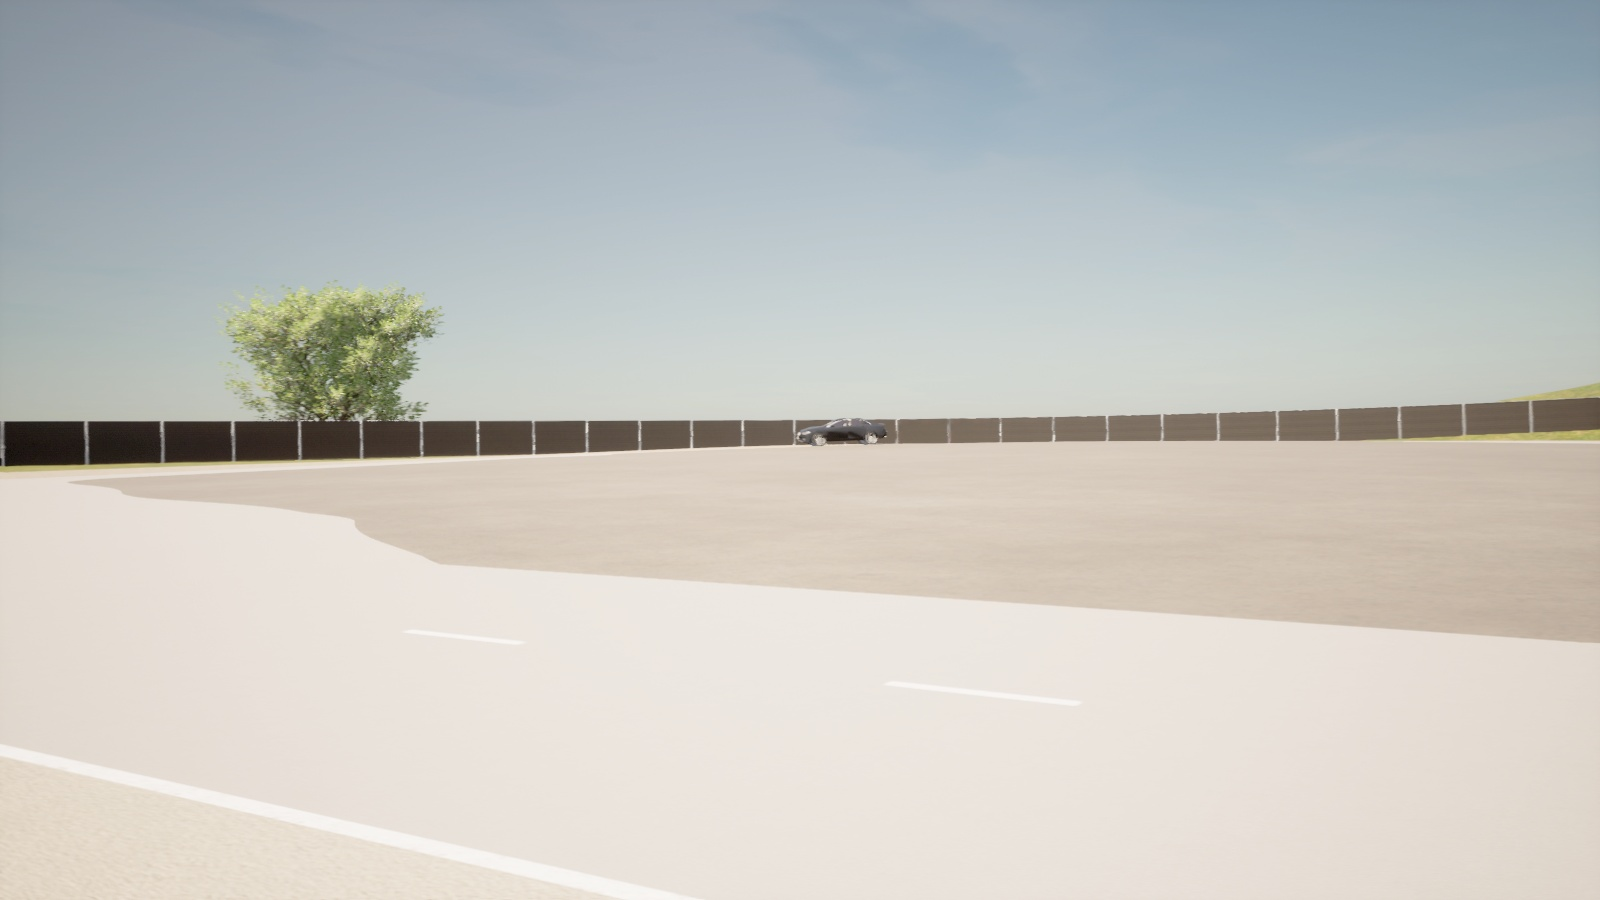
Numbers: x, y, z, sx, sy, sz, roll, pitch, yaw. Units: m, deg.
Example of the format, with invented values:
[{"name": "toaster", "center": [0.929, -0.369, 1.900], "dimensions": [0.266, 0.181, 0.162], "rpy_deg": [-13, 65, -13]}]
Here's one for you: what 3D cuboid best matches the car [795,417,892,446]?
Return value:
[{"name": "car", "center": [2.331, -0.998, 68.355], "dimensions": [4.902, 1.511, 2.128], "rpy_deg": [-1, 0, -10]}]
